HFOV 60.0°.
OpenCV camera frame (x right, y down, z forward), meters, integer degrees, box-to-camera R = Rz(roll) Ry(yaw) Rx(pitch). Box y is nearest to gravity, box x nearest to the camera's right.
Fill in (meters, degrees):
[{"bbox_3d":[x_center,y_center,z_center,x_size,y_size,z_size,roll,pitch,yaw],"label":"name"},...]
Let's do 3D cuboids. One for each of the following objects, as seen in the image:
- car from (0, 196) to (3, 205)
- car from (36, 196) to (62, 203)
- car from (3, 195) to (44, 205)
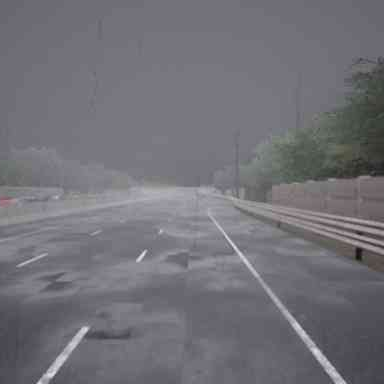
[{"bbox_3d":[-24.592,1.334,42.076,2.097,1.767,4.553,0,0,0],"label":"car"},{"bbox_3d":[-17.591,1.547,42.462,1.994,1.385,4.181,0,0,0],"label":"car"},{"bbox_3d":[-21.099,1.472,41.920,2.128,1.511,4.902,0,0,0],"label":"car"}]
